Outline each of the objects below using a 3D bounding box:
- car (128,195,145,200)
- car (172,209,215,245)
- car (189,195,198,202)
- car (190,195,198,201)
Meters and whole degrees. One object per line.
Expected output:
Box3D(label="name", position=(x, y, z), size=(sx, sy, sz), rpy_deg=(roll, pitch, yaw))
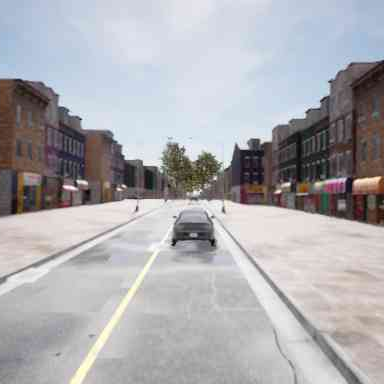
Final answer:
Box3D(label="car", position=(-14.272, 1.409, 85.226), size=(4.313, 1.339, 1.947), rpy_deg=(1, -2, 0))
Box3D(label="car", position=(0.075, 1.515, 15.283), size=(1.812, 1.442, 4.674), rpy_deg=(0, 0, 0))
Box3D(label="car", position=(0.401, 1.350, 72.250), size=(1.837, 1.490, 4.892), rpy_deg=(0, 0, 0))
Box3D(label="car", position=(0.476, 1.567, 85.979), size=(1.882, 1.535, 5.008), rpy_deg=(0, 0, 0))
